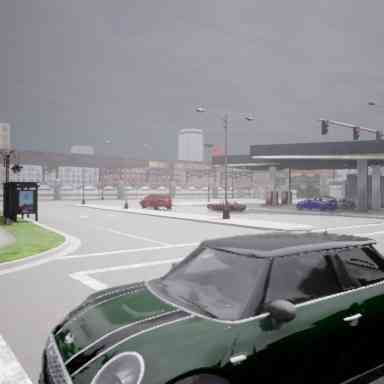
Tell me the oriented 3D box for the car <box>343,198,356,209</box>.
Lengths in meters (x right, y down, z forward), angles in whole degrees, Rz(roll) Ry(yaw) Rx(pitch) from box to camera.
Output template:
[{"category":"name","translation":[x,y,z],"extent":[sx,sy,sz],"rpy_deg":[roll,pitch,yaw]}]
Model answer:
[{"category":"car","translation":[18.580,1.456,42.233],"extent":[1.970,1.475,3.806],"rpy_deg":[0,0,-35]}]

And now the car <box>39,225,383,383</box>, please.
[{"category":"car","translation":[0.677,1.352,3.995],"extent":[4.553,1.767,2.097],"rpy_deg":[0,0,-30]}]

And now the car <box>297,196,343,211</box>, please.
[{"category":"car","translation":[14.306,1.295,38.319],"extent":[2.242,1.667,4.611],"rpy_deg":[0,0,-35]}]

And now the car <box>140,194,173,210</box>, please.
[{"category":"car","translation":[-4.587,1.221,42.476],"extent":[2.150,2.045,5.566],"rpy_deg":[0,0,-35]}]

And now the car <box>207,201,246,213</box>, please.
[{"category":"car","translation":[3.726,1.601,36.796],"extent":[1.895,1.301,4.718],"rpy_deg":[0,0,-33]}]
